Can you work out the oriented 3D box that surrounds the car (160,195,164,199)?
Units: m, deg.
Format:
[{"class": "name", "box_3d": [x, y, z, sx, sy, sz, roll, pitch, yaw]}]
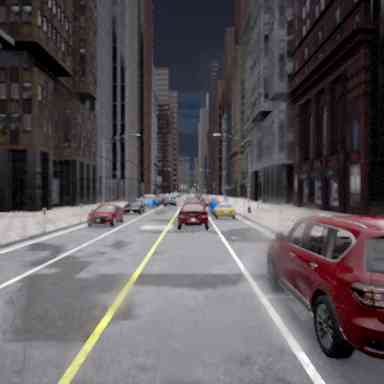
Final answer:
[{"class": "car", "box_3d": [-5.829, 1.510, 50.993, 1.947, 1.339, 4.313, 0, 0, 0]}]

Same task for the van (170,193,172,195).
[{"class": "van", "box_3d": [-5.859, 1.265, 73.540, 1.690, 1.788, 3.998, 0, 0, 0]}]

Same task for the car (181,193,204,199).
[{"class": "car", "box_3d": [0.049, 1.303, 40.745, 2.097, 1.767, 4.553, 0, 0, 0]}]

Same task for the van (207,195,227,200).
[{"class": "van", "box_3d": [2.717, 1.299, 34.106, 1.690, 1.788, 3.998, 0, 0, 0]}]

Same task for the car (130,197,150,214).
[{"class": "car", "box_3d": [-5.808, 1.525, 34.083, 1.947, 1.339, 4.313, 0, 0, 0]}]

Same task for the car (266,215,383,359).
[{"class": "car", "box_3d": [2.753, 1.305, 5.925, 2.192, 1.841, 5.009, 0, 0, 0]}]

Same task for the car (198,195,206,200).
[{"class": "car", "box_3d": [2.645, 1.474, 90.470, 1.947, 1.339, 4.313, 0, 0, 0]}]

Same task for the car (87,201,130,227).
[{"class": "car", "box_3d": [-5.793, 1.515, 22.810, 1.887, 1.381, 4.507, 0, 0, 0]}]

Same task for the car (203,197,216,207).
[{"class": "car", "box_3d": [2.695, 1.467, 51.185, 1.752, 1.417, 4.829, 0, 0, 0]}]

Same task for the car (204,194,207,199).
[{"class": "car", "box_3d": [2.702, 1.387, 45.379, 1.967, 1.590, 4.097, 0, 0, 0]}]

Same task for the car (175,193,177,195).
[{"class": "car", "box_3d": [-5.880, 1.349, 90.450, 1.967, 1.590, 4.097, 0, 0, 0]}]

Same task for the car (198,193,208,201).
[{"class": "car", "box_3d": [2.659, 1.232, 79.197, 2.192, 1.841, 5.009, 0, 0, 0]}]

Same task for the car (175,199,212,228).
[{"class": "car", "box_3d": [0.072, 1.448, 21.762, 1.882, 1.535, 5.008, 0, 0, 0]}]

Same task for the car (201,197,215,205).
[{"class": "car", "box_3d": [2.688, 1.488, 56.652, 2.008, 1.369, 4.403, 0, 0, 0]}]

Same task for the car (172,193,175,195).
[{"class": "car", "box_3d": [-5.866, 1.359, 79.177, 1.967, 1.590, 4.097, 0, 0, 0]}]

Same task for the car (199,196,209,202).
[{"class": "car", "box_3d": [2.667, 1.488, 73.561, 1.947, 1.339, 4.313, 0, 0, 0]}]

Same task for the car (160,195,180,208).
[{"class": "car", "box_3d": [-3.060, 1.547, 47.595, 1.895, 1.301, 4.718, 0, 0, 0]}]

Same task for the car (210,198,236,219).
[{"class": "car", "box_3d": [2.724, 1.488, 28.640, 1.752, 1.417, 4.829, 0, 0, 0]}]

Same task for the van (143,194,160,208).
[{"class": "van", "box_3d": [-5.823, 1.290, 45.356, 1.690, 1.788, 3.998, 0, 0, 0]}]
